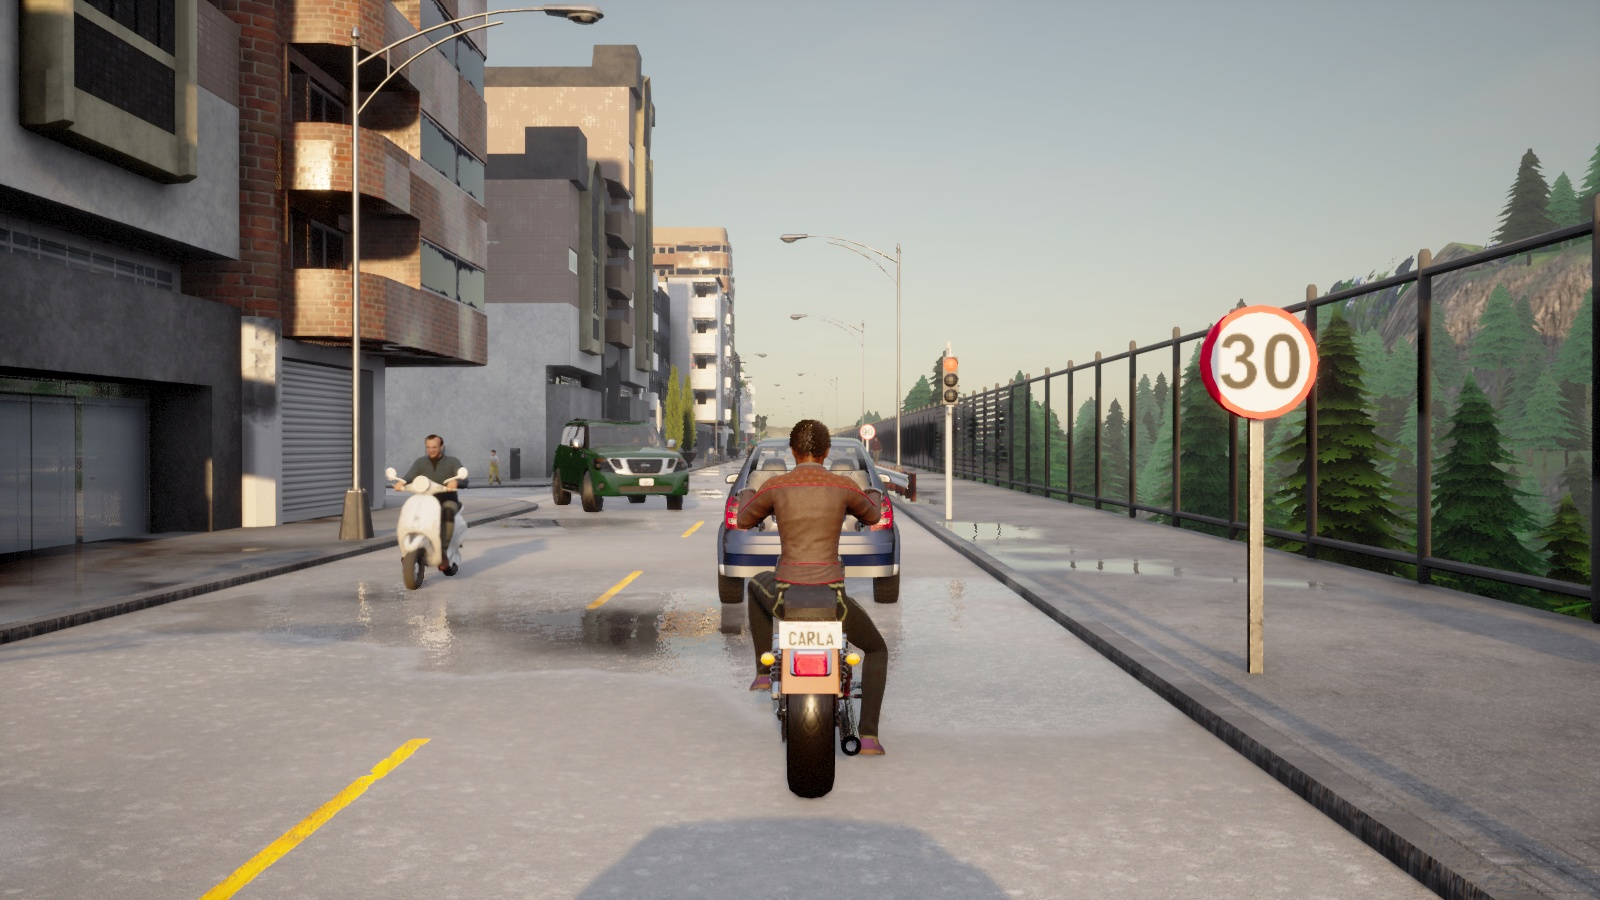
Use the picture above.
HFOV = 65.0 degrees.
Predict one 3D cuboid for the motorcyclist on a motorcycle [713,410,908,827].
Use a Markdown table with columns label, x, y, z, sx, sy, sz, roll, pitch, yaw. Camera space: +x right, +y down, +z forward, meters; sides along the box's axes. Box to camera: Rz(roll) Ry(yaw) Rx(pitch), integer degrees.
| label | x | y | z | sx | sy | sz | roll | pitch | yaw |
| --- | --- | --- | --- | --- | --- | --- | --- | --- | --- |
| motorcyclist on a motorcycle | 0.048 | 0.662 | 6.134 | 0.766 | 1.649 | 2.350 | 0 | 0 | 0 |

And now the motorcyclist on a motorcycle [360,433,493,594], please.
| label | x | y | z | sx | sy | sz | roll | pitch | yaw |
| --- | --- | --- | --- | --- | --- | --- | --- | --- | --- |
| motorcyclist on a motorcycle | -3.916 | 0.621 | 13.344 | 0.866 | 1.590 | 1.817 | 0 | 0 | 0 |

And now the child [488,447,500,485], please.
| label | x | y | z | sx | sy | sz | roll | pitch | yaw |
| --- | --- | --- | --- | --- | --- | --- | --- | --- | --- |
| child | -10.166 | 0.523 | 41.719 | 0.270 | 1.263 | 0.437 | 0 | 0 | 8 |

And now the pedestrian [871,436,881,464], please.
| label | x | y | z | sx | sy | sz | roll | pitch | yaw |
| --- | --- | --- | --- | --- | --- | --- | --- | --- | --- |
| pedestrian | 4.985 | -0.004 | 82.222 | 0.634 | 1.844 | 0.899 | 0 | 0 | 2 |

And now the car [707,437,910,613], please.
| label | x | y | z | sx | sy | sz | roll | pitch | yaw |
| --- | --- | --- | --- | --- | --- | --- | --- | --- | --- |
| car | 0.085 | 0.652 | 12.913 | 1.789 | 1.549 | 3.705 | 0 | 0 | 0 |

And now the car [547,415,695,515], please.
| label | x | y | z | sx | sy | sz | roll | pitch | yaw |
| --- | --- | --- | --- | --- | --- | --- | --- | --- | --- |
| car | -4.239 | 0.299 | 28.833 | 2.150 | 2.045 | 5.566 | 0 | 0 | -21 |
